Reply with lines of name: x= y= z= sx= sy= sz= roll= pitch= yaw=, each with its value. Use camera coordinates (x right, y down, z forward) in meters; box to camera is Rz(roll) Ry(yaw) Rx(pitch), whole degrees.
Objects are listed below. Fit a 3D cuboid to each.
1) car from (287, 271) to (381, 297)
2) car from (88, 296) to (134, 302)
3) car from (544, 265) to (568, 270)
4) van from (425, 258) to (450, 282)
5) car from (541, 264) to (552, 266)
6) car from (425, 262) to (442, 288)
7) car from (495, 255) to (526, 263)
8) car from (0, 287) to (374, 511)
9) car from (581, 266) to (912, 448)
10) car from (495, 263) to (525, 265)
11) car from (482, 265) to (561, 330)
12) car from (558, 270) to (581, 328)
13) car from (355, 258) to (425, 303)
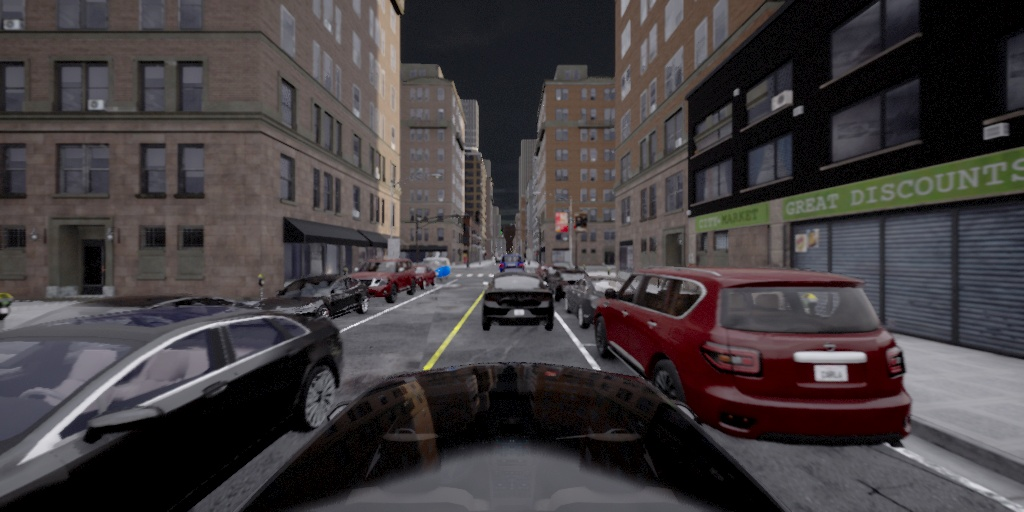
car: x=-5.858 y=1.295 z=10.971 sx=1.948 sy=1.339 sz=4.313 roll=0 pitch=0 yaw=0
car: x=-5.857 y=1.307 z=5.384 sx=1.948 sy=1.339 sz=4.313 roll=0 pitch=0 yaw=0
car: x=2.666 y=1.283 z=16.561 sx=1.948 sy=1.339 sz=4.313 roll=0 pitch=0 yaw=0
van: x=-5.860 y=1.031 z=27.728 sx=1.690 sy=1.789 sz=3.998 roll=0 pitch=0 yaw=0
car: x=2.666 y=1.270 z=22.147 sx=1.948 sy=1.339 sz=4.313 roll=0 pitch=0 yaw=0
car: x=-5.860 y=1.248 z=22.143 sx=1.888 sy=1.381 sz=4.507 roll=0 pitch=0 yaw=0
car: x=0.010 y=0.907 z=30.330 sx=2.150 sy=2.045 sz=5.566 roll=0 pitch=0 yaw=1
car: x=-3.100 y=1.239 z=2.736 sx=2.128 sy=1.511 sz=4.902 roll=0 pitch=0 yaw=0
car: x=2.668 y=1.057 z=5.392 sx=2.192 sy=1.841 sz=5.009 roll=0 pitch=0 yaw=0
car: x=0.104 y=1.272 z=20.385 sx=1.994 sy=1.385 sz=4.181 roll=0 pitch=0 yaw=-1
car: x=0.111 y=1.207 z=11.034 sx=1.882 sy=1.535 sz=5.008 roll=0 pitch=0 yaw=-1
car: x=2.667 y=1.280 z=10.977 sx=2.007 sy=1.370 sz=4.403 roll=0 pitch=0 yaw=0
car: x=-5.859 y=1.031 z=16.556 sx=2.192 sy=1.841 sz=5.009 roll=0 pitch=0 yaw=0
